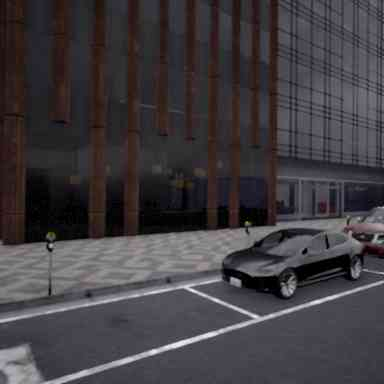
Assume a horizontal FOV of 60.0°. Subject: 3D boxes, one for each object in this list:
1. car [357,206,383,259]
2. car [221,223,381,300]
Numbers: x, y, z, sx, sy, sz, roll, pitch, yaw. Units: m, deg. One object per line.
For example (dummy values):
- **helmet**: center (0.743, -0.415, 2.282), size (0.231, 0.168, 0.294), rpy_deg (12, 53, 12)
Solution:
- **car**: center (7.333, 1.434, 11.863), size (5.009, 1.841, 2.192), rpy_deg (1, 0, -35)
- **car**: center (2.740, 1.632, 8.593), size (4.313, 1.339, 1.947), rpy_deg (1, 0, -35)
